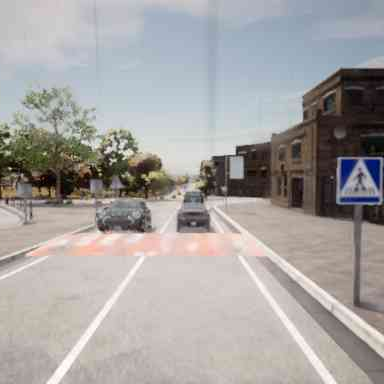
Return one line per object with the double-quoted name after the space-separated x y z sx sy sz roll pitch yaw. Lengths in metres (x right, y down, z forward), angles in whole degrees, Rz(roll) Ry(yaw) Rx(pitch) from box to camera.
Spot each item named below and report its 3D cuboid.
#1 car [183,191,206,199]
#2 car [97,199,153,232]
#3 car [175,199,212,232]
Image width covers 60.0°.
0.240 0.910 35.536 2.150 2.045 5.566 0 0 2 "car"
-3.309 1.137 17.156 2.097 1.767 4.553 0 -3 1 "car"
0.091 1.370 19.279 1.837 1.490 4.892 0 0 0 "car"
